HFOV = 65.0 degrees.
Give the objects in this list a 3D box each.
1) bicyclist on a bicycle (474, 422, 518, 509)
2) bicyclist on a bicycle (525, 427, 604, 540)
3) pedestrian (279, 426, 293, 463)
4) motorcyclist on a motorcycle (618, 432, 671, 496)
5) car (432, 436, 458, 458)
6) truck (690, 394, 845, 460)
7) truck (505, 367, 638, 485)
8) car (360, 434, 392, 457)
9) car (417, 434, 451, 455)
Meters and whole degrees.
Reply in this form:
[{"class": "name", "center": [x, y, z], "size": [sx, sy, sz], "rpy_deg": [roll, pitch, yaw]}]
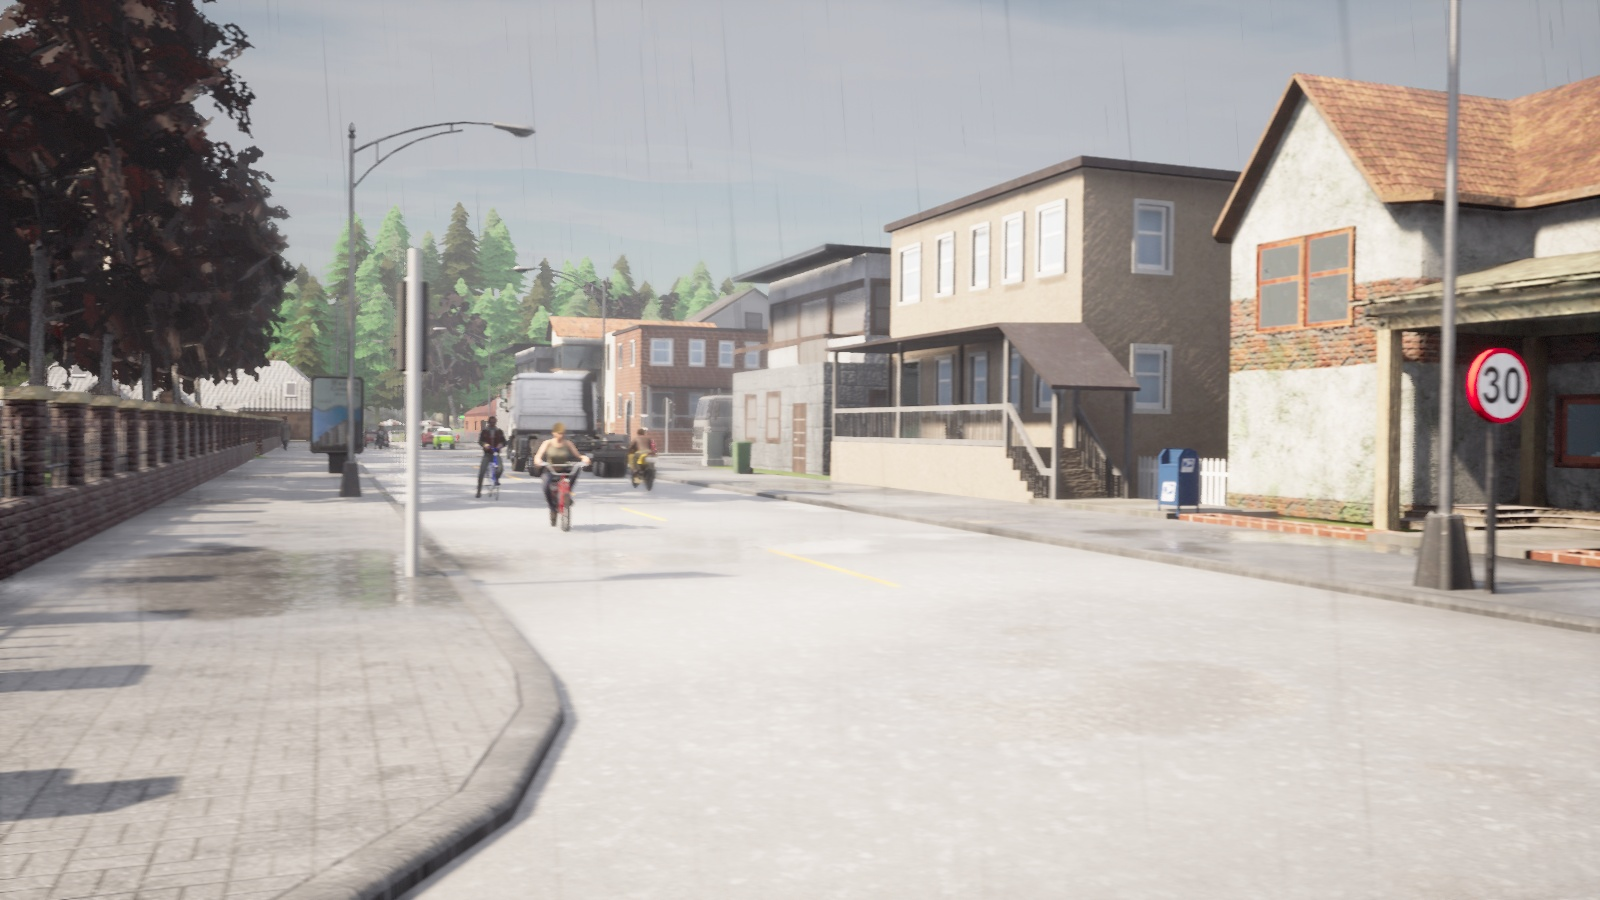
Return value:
[{"class": "bicyclist on a bicycle", "center": [-6.414, 0.308, 26.449], "size": [0.659, 1.776, 1.843], "rpy_deg": [-1, 1, -21]}, {"class": "bicyclist on a bicycle", "center": [-3.538, 0.467, 18.783], "size": [0.866, 1.612, 1.509], "rpy_deg": [-1, 1, -21]}, {"class": "pedestrian", "center": [-27.965, -0.302, 68.321], "size": [0.659, 1.952, 0.873], "rpy_deg": [-1, 1, -21]}, {"class": "motorcyclist on a motorcycle", "center": [-3.851, 0.318, 30.979], "size": [0.797, 1.523, 2.044], "rpy_deg": [-1, 1, -21]}, {"class": "car", "center": [-22.989, -0.222, 81.321], "size": [1.481, 1.376, 2.207], "rpy_deg": [-1, 1, -20]}, {"class": "truck", "center": [-1.796, -1.288, 69.003], "size": [7.936, 3.462, 2.891], "rpy_deg": [-1, 1, -19]}, {"class": "truck", "center": [-7.604, -0.766, 40.834], "size": [2.891, 3.462, 7.936], "rpy_deg": [-1, 1, -20]}, {"class": "car", "center": [-29.183, -0.314, 86.396], "size": [1.789, 1.549, 3.705], "rpy_deg": [-1, 1, -22]}, {"class": "car", "center": [-26.298, -0.420, 90.190], "size": [1.970, 1.475, 3.806], "rpy_deg": [-1, 1, -21]}]
